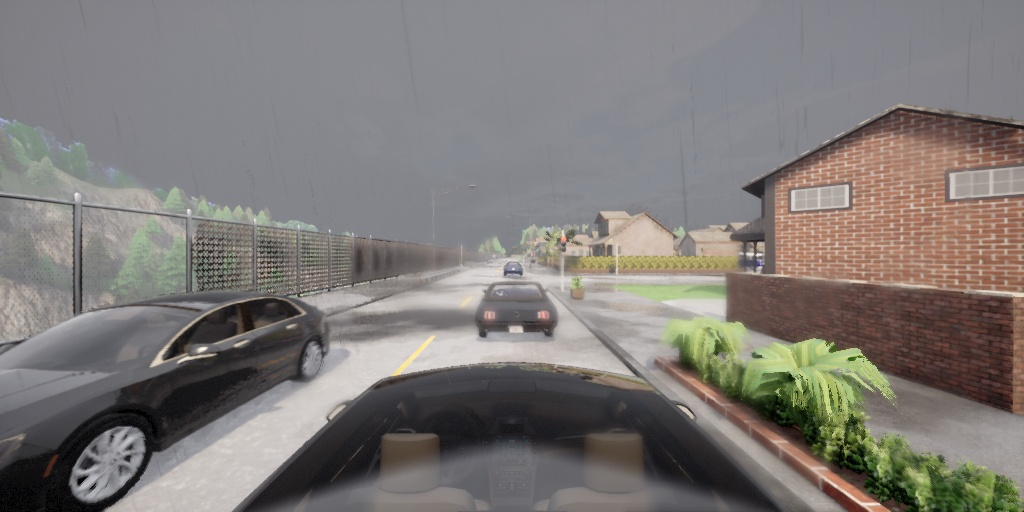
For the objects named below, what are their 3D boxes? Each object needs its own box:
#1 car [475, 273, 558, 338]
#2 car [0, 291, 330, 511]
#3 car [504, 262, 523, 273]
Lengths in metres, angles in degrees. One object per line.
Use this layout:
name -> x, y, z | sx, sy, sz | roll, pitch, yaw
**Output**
car -> 0.109, 1.350, 10.206 | 1.895, 1.301, 4.718 | 0, 0, 0
car -> -4.086, 1.255, 4.331 | 1.837, 1.490, 4.892 | 0, 0, 0
car -> 0.139, 1.309, 38.884 | 1.994, 1.385, 4.181 | 0, 0, 0
